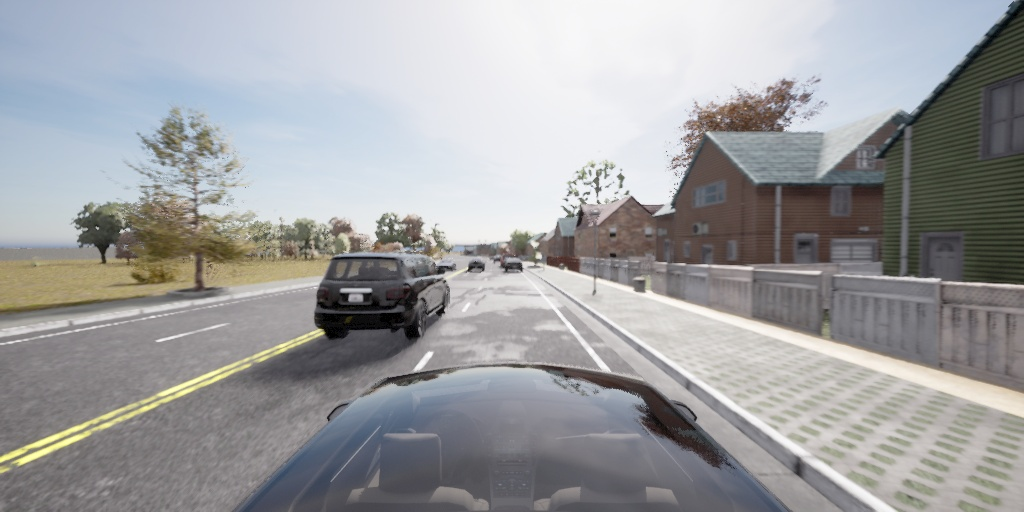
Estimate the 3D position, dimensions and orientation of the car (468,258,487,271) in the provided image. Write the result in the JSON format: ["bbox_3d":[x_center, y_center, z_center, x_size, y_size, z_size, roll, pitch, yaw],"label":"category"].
[{"bbox_3d":[-4.045,0.971,41.797,1.837,1.490,4.892,0,1,-3],"label":"car"}]

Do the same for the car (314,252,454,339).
[{"bbox_3d":[-3.198,0.915,9.972,2.150,2.045,5.566,0,1,-1],"label":"car"}]

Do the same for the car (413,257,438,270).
[{"bbox_3d":[-10.884,0.949,45.489,2.128,1.511,4.902,0,0,-2],"label":"car"}]

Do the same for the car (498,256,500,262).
[{"bbox_3d":[-0.632,0.584,55.828,2.150,2.045,5.566,0,0,-3],"label":"car"}]

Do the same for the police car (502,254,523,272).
[{"bbox_3d":[0.178,0.894,39.825,1.930,1.638,5.238,0,0,-2],"label":"police car"}]

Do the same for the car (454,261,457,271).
[{"bbox_3d":[-7.445,1.026,41.083,2.033,1.411,5.357,0,0,-2],"label":"car"}]

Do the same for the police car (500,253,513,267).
[{"bbox_3d":[-0.299,0.824,49.881,1.930,1.638,5.238,0,0,-3],"label":"police car"}]
